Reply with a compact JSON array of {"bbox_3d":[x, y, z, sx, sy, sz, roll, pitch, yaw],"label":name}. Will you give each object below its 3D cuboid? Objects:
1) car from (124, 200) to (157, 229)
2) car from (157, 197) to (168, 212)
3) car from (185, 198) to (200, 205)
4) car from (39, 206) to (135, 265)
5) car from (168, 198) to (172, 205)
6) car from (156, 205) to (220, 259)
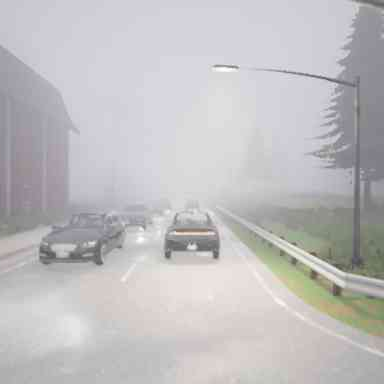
[{"bbox_3d":[-3.599,1.471,21.163,1.837,1.490,4.892,0,0,0],"label":"car"},{"bbox_3d":[-3.594,1.474,31.428,1.812,1.442,4.674,0,0,0],"label":"car"},{"bbox_3d":[0.035,1.485,41.911,2.033,1.411,5.357,0,0,0],"label":"car"},{"bbox_3d":[-3.600,1.474,11.692,2.128,1.511,4.902,0,0,0],"label":"car"},{"bbox_3d":[-3.554,1.408,41.916,1.882,1.535,5.008,0,0,0],"label":"car"},{"bbox_3d":[0.000,1.480,12.511,2.128,1.511,4.902,0,0,0],"label":"car"}]
